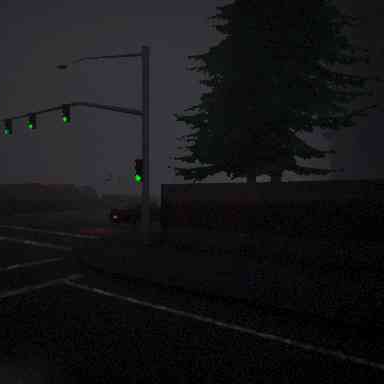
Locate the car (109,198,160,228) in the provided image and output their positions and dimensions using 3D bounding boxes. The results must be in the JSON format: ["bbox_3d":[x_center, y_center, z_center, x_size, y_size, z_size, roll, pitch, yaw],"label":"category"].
[{"bbox_3d":[-3.162,1.356,21.896,1.882,1.535,5.008,0,0,35],"label":"car"}]

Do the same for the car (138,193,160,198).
[{"bbox_3d":[-8.709,1.152,70.173,4.605,1.855,1.932,0,0,35],"label":"car"}]

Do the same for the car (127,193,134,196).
[{"bbox_3d":[-14.462,1.394,88.206,3.806,1.475,1.970,0,0,35],"label":"car"}]
